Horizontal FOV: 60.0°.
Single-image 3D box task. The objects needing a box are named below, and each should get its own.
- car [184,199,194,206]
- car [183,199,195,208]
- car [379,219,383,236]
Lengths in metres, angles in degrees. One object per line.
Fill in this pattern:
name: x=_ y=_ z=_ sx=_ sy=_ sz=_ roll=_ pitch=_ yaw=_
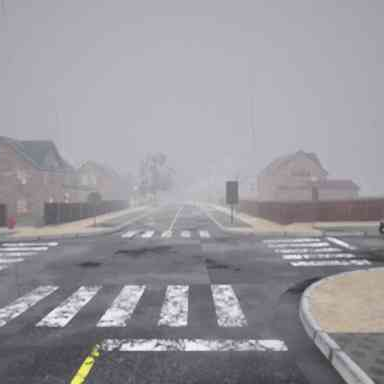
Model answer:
car: x=-0.628 y=2.138 z=66.640 sx=1.994 sy=1.385 sz=4.181 roll=0 pitch=-1 yaw=-2
car: x=-0.480 y=1.971 z=56.613 sx=1.812 sy=1.442 sz=4.674 roll=0 pitch=-1 yaw=-1
car: x=10.700 y=1.320 z=14.221 sx=5.008 sy=1.535 sz=1.882 roll=-1 pitch=1 yaw=0
